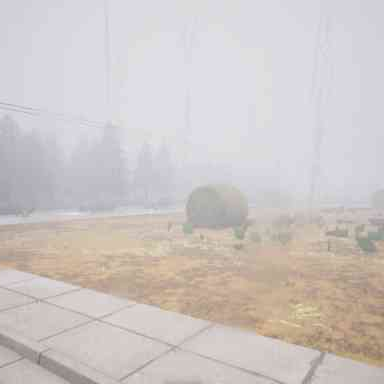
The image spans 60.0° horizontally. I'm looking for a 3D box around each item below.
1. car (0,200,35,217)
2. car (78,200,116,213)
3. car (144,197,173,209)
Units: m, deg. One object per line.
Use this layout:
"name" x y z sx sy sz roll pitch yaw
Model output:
"car" -16.671 1.518 29.741 2.128 1.511 4.902 0 0 37
"car" -10.727 1.591 37.768 1.994 1.385 4.181 0 0 36
"car" -4.574 1.532 46.051 1.837 1.490 4.892 0 0 36
